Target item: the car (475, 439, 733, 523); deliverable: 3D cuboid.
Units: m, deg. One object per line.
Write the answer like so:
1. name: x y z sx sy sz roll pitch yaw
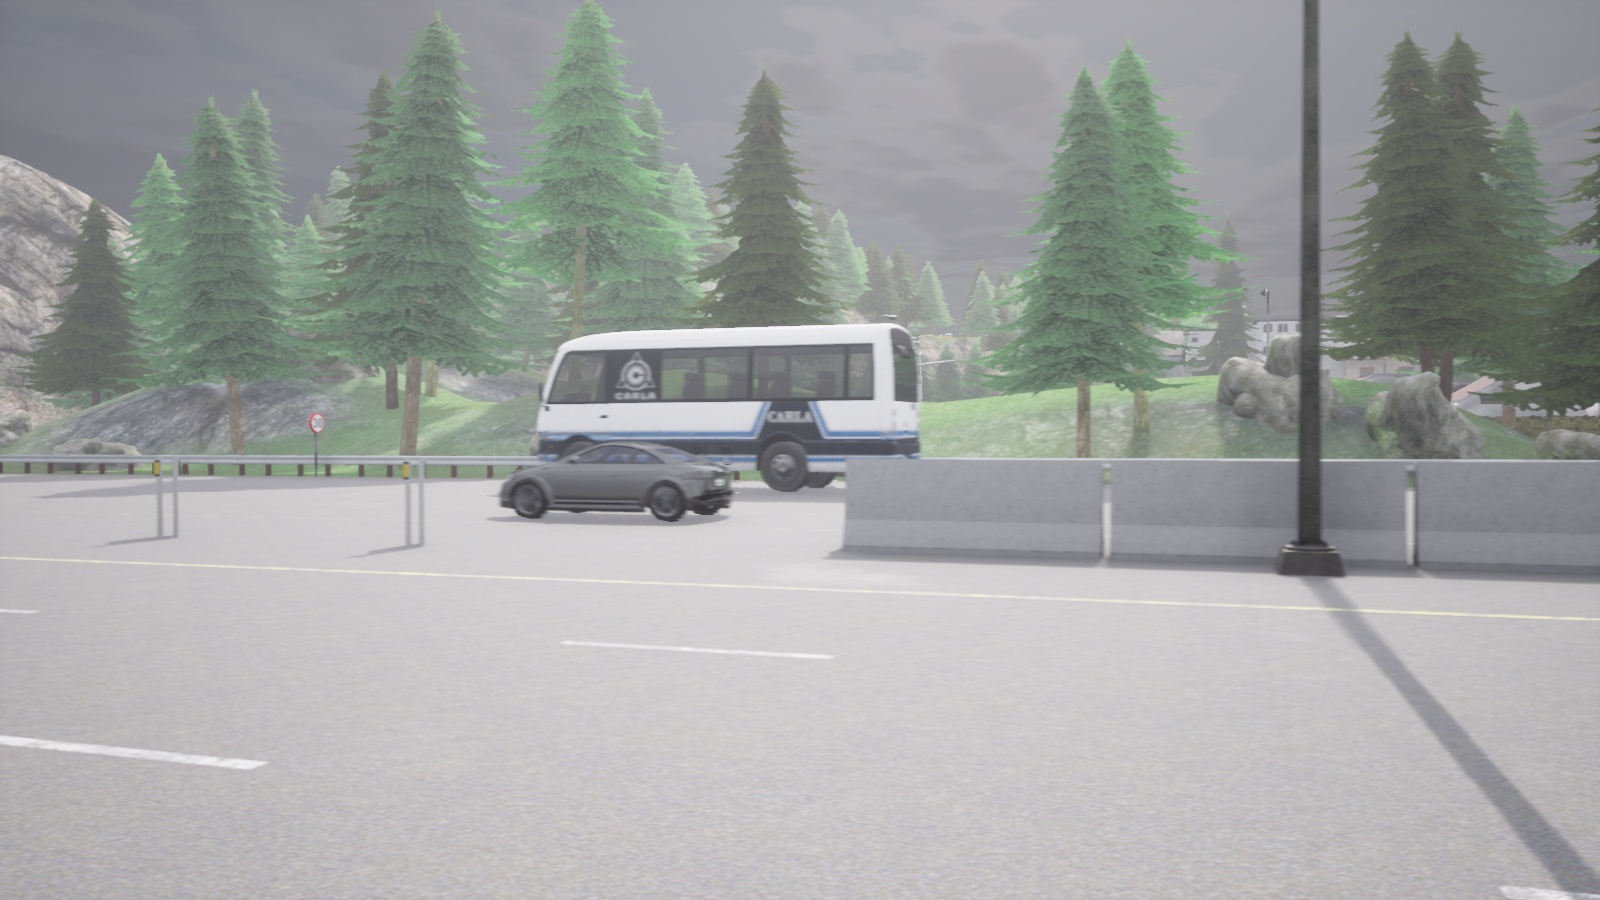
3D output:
1. car: -3.540 0.511 22.848 4.181 1.385 1.994 0 1 19

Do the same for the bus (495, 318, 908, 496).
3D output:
1. bus: -2.591 -1.098 33.583 10.273 4.253 3.944 1 1 18
